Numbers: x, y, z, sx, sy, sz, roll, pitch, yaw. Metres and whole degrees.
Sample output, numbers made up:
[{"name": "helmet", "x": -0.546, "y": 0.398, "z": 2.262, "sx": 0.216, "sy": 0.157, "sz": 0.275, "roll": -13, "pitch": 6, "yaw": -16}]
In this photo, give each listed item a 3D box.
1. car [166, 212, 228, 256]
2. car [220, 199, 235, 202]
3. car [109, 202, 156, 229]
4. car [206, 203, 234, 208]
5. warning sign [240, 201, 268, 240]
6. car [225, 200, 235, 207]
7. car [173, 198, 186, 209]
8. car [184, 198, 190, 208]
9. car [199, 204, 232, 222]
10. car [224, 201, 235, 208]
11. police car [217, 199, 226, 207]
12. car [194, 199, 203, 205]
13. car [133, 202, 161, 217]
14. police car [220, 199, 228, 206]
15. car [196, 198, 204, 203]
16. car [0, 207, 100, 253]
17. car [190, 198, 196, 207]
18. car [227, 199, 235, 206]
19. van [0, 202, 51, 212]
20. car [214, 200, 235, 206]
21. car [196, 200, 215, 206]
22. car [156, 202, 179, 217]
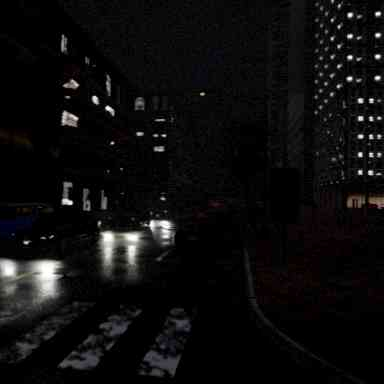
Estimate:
[{"name": "car", "x": 0.324, "y": 1.744, "z": 13.957, "sx": 1.947, "sy": 1.339, "sz": 4.313, "roll": 2, "pitch": -1, "yaw": 8}, {"name": "car", "x": 5.596, "y": 2.273, "z": 52.755, "sx": 1.752, "sy": 1.417, "sz": 4.829, "roll": 2, "pitch": -1, "yaw": 8}, {"name": "car", "x": -4.237, "y": 1.677, "z": 23.431, "sx": 1.882, "sy": 1.535, "sz": 5.008, "roll": 1, "pitch": -1, "yaw": 8}, {"name": "car", "x": 2.574, "y": 1.970, "z": 30.511, "sx": 2.008, "sy": 1.369, "sz": 4.403, "roll": 2, "pitch": -1, "yaw": 8}, {"name": "warning sign", "x": 3.061, "y": 1.379, "z": 16.576, "sx": 1.300, "sy": 1.860, "sz": 1.060, "roll": 0, "pitch": -2, "yaw": 8}, {"name": "car", "x": 8.571, "y": 2.626, "z": 74.658, "sx": 2.008, "sy": 1.369, "sz": 4.403, "roll": 2, "pitch": -1, "yaw": 8}, {"name": "car", "x": -2.730, "y": 2.159, "z": 53.717, "sx": 1.947, "sy": 1.339, "sz": 4.313, "roll": 2, "pitch": -1, "yaw": 8}, {"name": "car", "x": -2.002, "y": 2.198, "z": 59.066, "sx": 1.752, "sy": 1.417, "sz": 4.829, "roll": 2, "pitch": -1, "yaw": 8}, {"name": "car", "x": 1.824, "y": 1.884, "z": 24.993, "sx": 1.887, "sy": 1.381, "sz": 4.507, "roll": 2, "pitch": -1, "yaw": 8}, {"name": "car", "x": 7.822, "y": 2.543, "z": 69.141, "sx": 2.008, "sy": 1.369, "sz": 4.403, "roll": 2, "pitch": -1, "yaw": 8}, {"name": "police car", "x": 6.816, "y": 2.490, "z": 76.698, "sx": 1.930, "sy": 1.638, "sz": 5.238, "roll": 1, "pitch": -1, "yaw": 5}, {"name": "car", "x": 1.768, "y": 2.633, "z": 86.826, "sx": 1.887, "sy": 1.381, "sz": 4.507, "roll": 2, "pitch": -1, "yaw": 8}, {"name": "car", "x": -4.979, "y": 1.914, "z": 37.161, "sx": 1.947, "sy": 1.339, "sz": 4.313, "roll": 2, "pitch": -1, "yaw": 8}, {"name": "police car", "x": 8.309, "y": 2.642, "z": 86.587, "sx": 1.930, "sy": 1.638, "sz": 5.238, "roll": 1, "pitch": -1, "yaw": 7}, {"name": "car", "x": 1.027, "y": 2.321, "z": 81.310, "sx": 2.192, "sy": 1.841, "sz": 5.009, "roll": 2, "pitch": -1, "yaw": 8}, {"name": "car", "x": -5.509, "y": 1.567, "z": 14.104, "sx": 1.837, "sy": 1.490, "sz": 4.892, "roll": 1, "pitch": -1, "yaw": 8}, {"name": "car", "x": -1.221, "y": 2.072, "z": 64.756, "sx": 2.192, "sy": 1.841, "sz": 5.009, "roll": 2, "pitch": -1, "yaw": 8}, {"name": "car", "x": 10.074, "y": 2.681, "z": 85.696, "sx": 1.967, "sy": 1.590, "sz": 4.097, "roll": 2, "pitch": -1, "yaw": 8}, {"name": "van", "x": -7.970, "y": 1.366, "z": 15.090, "sx": 1.690, "sy": 1.788, "sz": 3.998, "roll": 2, "pitch": -1, "yaw": 8}, {"name": "car", "x": 4.073, "y": 2.133, "z": 41.548, "sx": 2.008, "sy": 1.369, "sz": 4.403, "roll": 2, "pitch": -1, "yaw": 8}, {"name": "car", "x": 2.119, "y": 2.204, "z": 46.506, "sx": 1.895, "sy": 1.301, "sz": 4.718, "roll": 1, "pitch": -1, "yaw": 8}, {"name": "car", "x": -2.893, "y": 1.944, "z": 33.305, "sx": 1.895, "sy": 1.301, "sz": 4.718, "roll": 1, "pitch": -1, "yaw": 8}]
